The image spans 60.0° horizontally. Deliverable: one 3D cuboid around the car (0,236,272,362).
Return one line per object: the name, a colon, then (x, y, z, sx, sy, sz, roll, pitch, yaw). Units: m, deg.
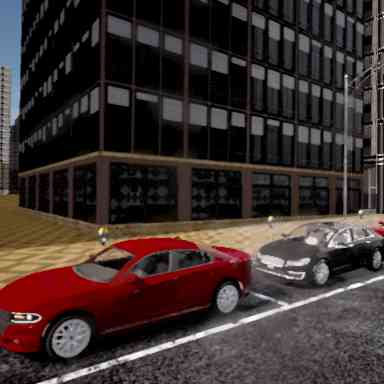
car: (-0.884, 1.534, 5.913, 4.507, 1.381, 1.887, 0, 1, -35)

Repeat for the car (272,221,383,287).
car: (3.654, 1.518, 9.151, 4.403, 1.369, 2.008, 0, 1, -35)
